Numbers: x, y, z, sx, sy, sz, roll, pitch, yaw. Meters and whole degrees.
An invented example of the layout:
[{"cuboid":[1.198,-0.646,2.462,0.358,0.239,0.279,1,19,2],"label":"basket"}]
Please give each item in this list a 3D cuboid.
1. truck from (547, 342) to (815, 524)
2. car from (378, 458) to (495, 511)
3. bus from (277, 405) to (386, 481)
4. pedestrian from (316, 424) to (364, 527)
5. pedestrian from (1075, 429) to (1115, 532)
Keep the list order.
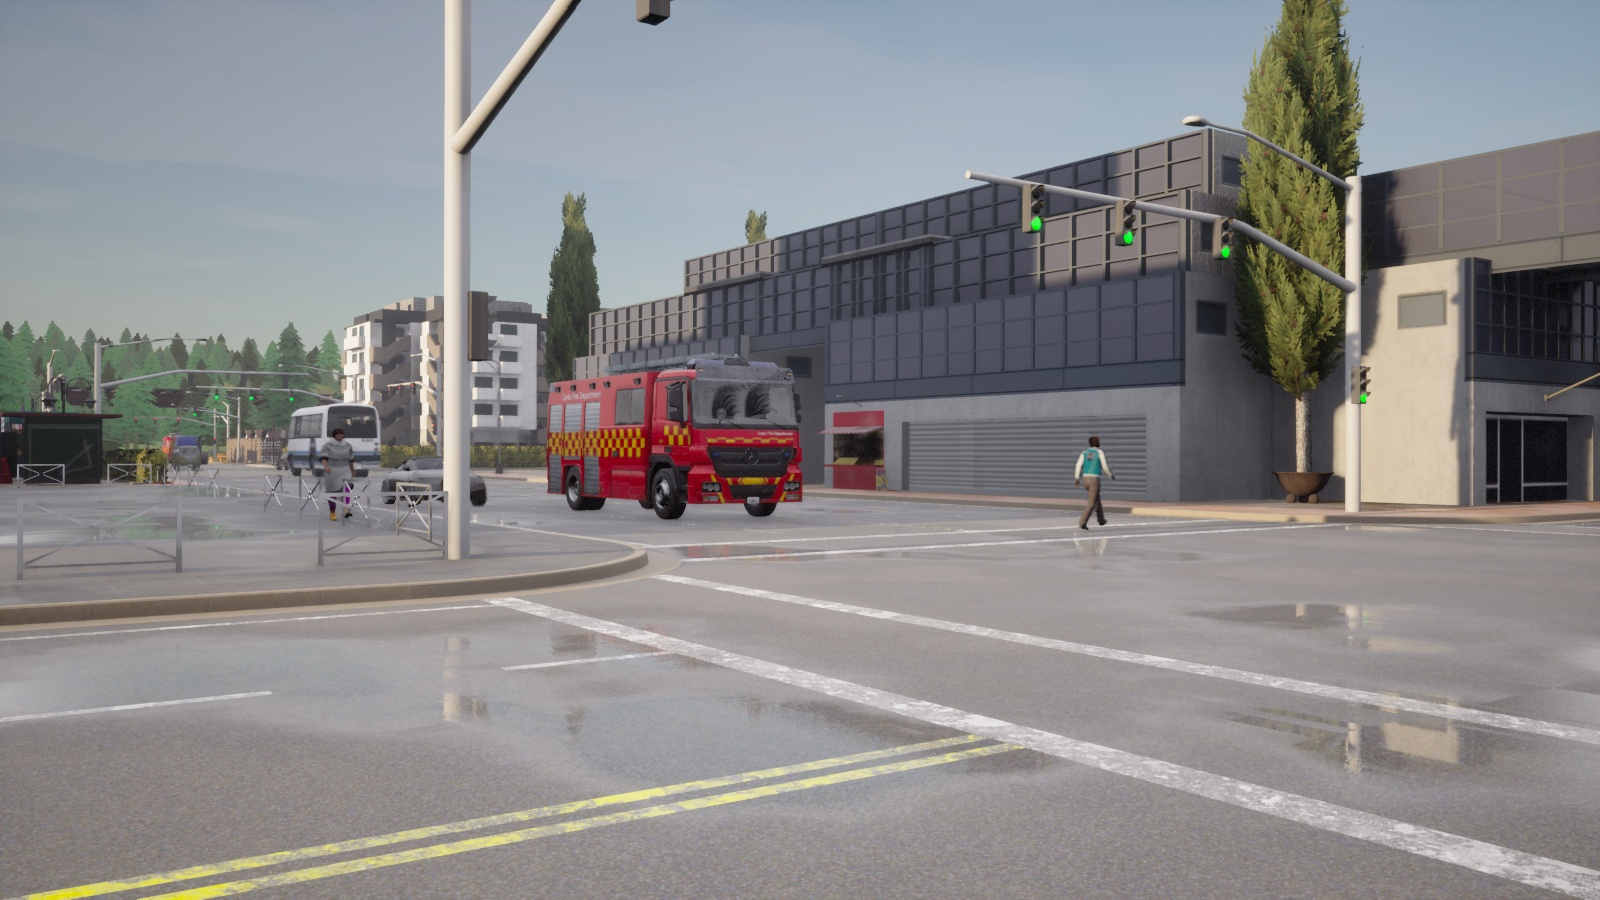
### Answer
[{"cuboid":[-3.203,-0.338,30.756,2.891,3.827,8.468,0,0,-33],"label":"truck"},{"cuboid":[-10.202,0.916,35.041,1.994,1.385,4.181,0,0,-33],"label":"car"},{"cuboid":[-28.291,-0.387,75.496,3.944,4.253,10.273,0,0,-33],"label":"bus"},{"cuboid":[-8.930,0.482,24.372,0.659,1.952,0.873,0,0,-35],"label":"pedestrian"},{"cuboid":[5.633,0.570,23.965,0.692,1.930,0.396,0,0,-41],"label":"pedestrian"}]
